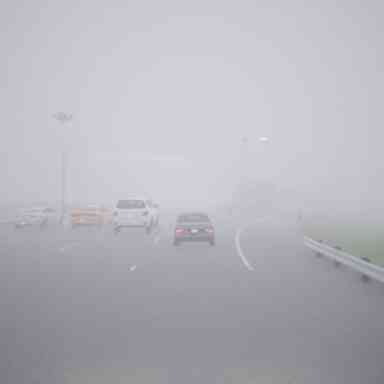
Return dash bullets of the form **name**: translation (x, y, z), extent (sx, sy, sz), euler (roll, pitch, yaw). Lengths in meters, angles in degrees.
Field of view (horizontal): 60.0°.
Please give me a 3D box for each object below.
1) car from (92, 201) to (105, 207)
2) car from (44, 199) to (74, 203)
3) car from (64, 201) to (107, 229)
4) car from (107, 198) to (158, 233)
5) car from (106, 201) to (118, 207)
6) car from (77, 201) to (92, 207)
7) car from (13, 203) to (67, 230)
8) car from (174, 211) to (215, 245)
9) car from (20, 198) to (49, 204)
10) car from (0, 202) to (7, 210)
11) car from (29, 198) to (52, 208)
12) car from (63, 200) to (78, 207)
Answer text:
- **car**: translation (-23.780, 3.114, 84.554), extent (1.837, 1.490, 4.892), euler (0, -2, 1)
- **car**: translation (-20.764, 2.182, 52.119), extent (1.812, 1.442, 4.674), euler (0, -1, 1)
- **car**: translation (-6.899, 1.661, 23.343), extent (1.882, 1.535, 5.008), euler (-1, 0, 0)
- **car**: translation (-3.405, 1.365, 20.891), extent (2.150, 2.045, 5.566), euler (-1, 0, 0)
- **car**: translation (-20.279, 3.140, 84.562), extent (1.812, 1.442, 4.674), euler (0, -2, 1)
- **car**: translation (-27.280, 3.139, 84.580), extent (2.128, 1.511, 4.902), euler (0, -2, 1)
- **car**: translation (-10.409, 1.720, 22.831), extent (1.812, 1.442, 4.674), euler (0, -1, 0)
- **car**: translation (0.094, 1.639, 15.983), extent (2.033, 1.411, 5.357), euler (-1, 0, 0)
- **car**: translation (-24.264, 2.121, 52.105), extent (1.882, 1.535, 5.008), euler (0, -1, 1)
- **car**: translation (-31.252, 2.233, 52.124), extent (1.895, 1.301, 4.718), euler (0, -2, 1)
- **car**: translation (-30.993, 2.306, 68.359), extent (2.150, 2.045, 5.566), euler (0, -2, 1)
- **car**: translation (-30.779, 2.969, 84.636), extent (2.097, 1.767, 4.553), euler (0, -2, 1)
